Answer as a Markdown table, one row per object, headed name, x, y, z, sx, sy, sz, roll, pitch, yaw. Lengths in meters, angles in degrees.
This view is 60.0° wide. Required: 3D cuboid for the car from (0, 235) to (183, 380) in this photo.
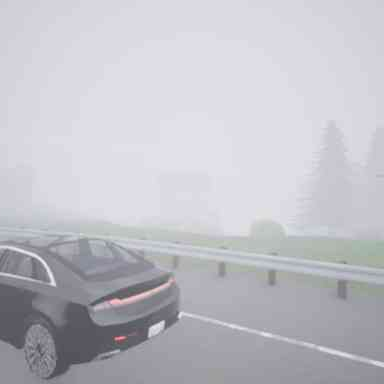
| name | x | y | z | sx | sy | sz | roll | pitch | yaw |
| --- | --- | --- | --- | --- | --- | --- | --- | --- | --- |
| car | -2.461 | 1.462 | 5.433 | 4.902 | 1.511 | 2.128 | 0 | 0 | 33 |
